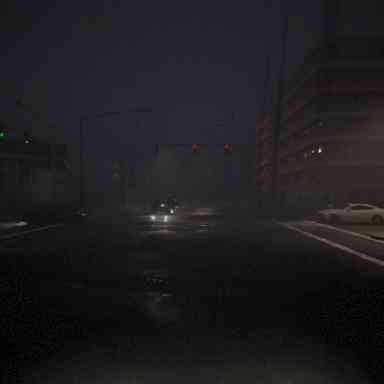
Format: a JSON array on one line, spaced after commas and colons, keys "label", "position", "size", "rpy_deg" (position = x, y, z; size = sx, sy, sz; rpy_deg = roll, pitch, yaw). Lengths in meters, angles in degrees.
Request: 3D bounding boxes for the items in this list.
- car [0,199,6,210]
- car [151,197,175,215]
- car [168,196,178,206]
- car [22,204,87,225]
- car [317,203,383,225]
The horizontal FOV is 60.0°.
[{"label": "car", "position": [-24.030, 1.456, 38.948], "size": [3.806, 1.475, 1.970], "rpy_deg": [0, 0, 1]}, {"label": "car", "position": [-3.153, 1.547, 34.731], "size": [2.033, 1.411, 5.357], "rpy_deg": [0, 0, -1]}, {"label": "car", "position": [-3.231, 1.564, 44.118], "size": [1.994, 1.385, 4.181], "rpy_deg": [0, 0, 0]}, {"label": "car", "position": [-9.628, 1.564, 23.481], "size": [4.181, 1.385, 1.994], "rpy_deg": [0, 0, 0]}, {"label": "car", "position": [11.296, 1.525, 23.450], "size": [4.674, 1.442, 1.812], "rpy_deg": [0, 0, 4]}]
